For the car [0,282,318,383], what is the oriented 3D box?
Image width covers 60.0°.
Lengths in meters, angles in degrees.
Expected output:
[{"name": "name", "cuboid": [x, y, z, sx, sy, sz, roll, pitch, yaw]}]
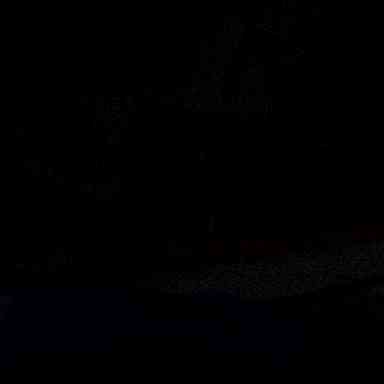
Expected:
[{"name": "car", "cuboid": [-1.306, 1.473, 2.036, 5.008, 1.535, 1.882, 0, 0, -35]}]
